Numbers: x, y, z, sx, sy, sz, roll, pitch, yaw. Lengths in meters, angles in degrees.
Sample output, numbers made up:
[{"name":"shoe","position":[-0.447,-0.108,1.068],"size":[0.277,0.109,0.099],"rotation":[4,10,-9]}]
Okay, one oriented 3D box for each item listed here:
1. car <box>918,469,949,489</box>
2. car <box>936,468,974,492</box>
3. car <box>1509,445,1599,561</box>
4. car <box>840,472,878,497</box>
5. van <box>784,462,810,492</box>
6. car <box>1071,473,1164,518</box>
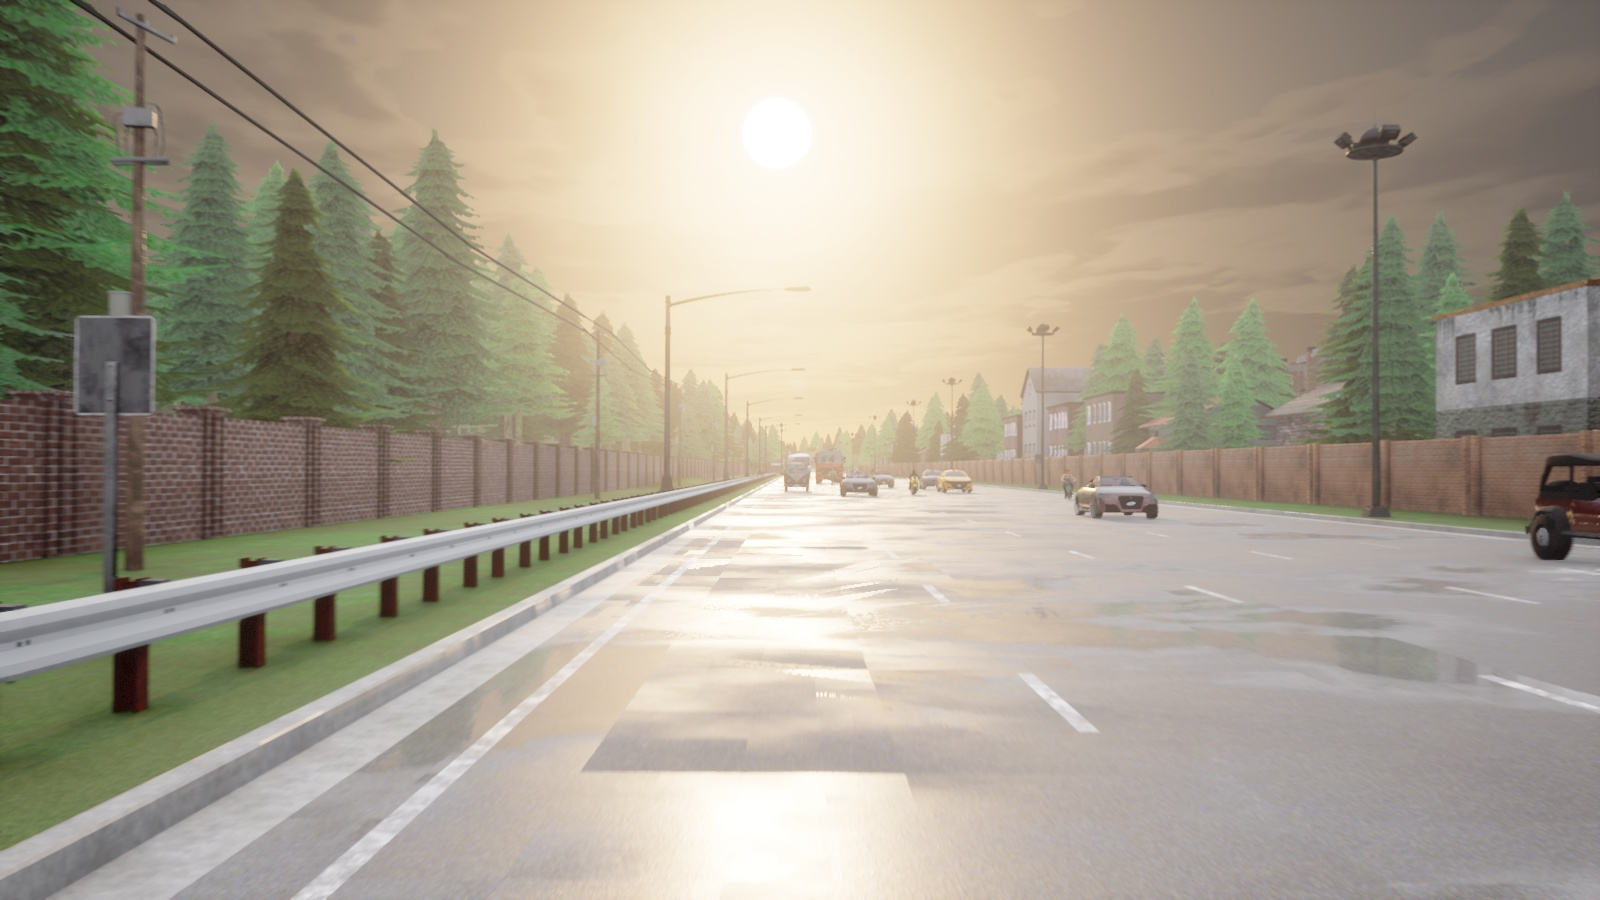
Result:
[{"name":"car","position":[10.268,2.229,96.871],"size":[1.837,1.490,4.892],"rotation":[0,-1,0]},{"name":"car","position":[10.299,2.006,83.787],"size":[1.882,1.535,5.008],"rotation":[0,-1,0]},{"name":"car","position":[13.949,0.868,21.047],"size":[1.905,1.878,3.866],"rotation":[0,-1,0]},{"name":"car","position":[3.329,1.938,71.697],"size":[1.994,1.385,4.181],"rotation":[0,-1,0]},{"name":"van","position":[-0.208,1.863,86.481],"size":[1.775,1.987,4.442],"rotation":[0,-1,0]},{"name":"car","position":[10.401,1.457,41.476],"size":[1.994,1.385,4.181],"rotation":[0,-1,0]}]
